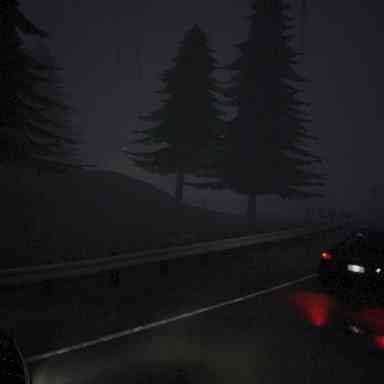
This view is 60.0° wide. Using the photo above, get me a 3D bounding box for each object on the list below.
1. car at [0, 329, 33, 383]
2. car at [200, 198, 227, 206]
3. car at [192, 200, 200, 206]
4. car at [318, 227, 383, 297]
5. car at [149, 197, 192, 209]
[{"bbox_3d":[-3.274,1.353,1.685,4.553,1.767,2.097,0,0,-35],"label":"car"},{"bbox_3d":[3.021,1.557,52.024,4.718,1.301,1.895,0,0,35],"label":"car"},{"bbox_3d":[-1.904,1.445,46.920,4.902,1.511,2.128,0,0,35],"label":"car"},{"bbox_3d":[4.908,1.561,8.243,4.181,1.385,1.994,0,0,-42],"label":"car"},{"bbox_3d":[-2.814,1.561,43.288,4.718,1.301,1.895,0,0,35],"label":"car"}]
